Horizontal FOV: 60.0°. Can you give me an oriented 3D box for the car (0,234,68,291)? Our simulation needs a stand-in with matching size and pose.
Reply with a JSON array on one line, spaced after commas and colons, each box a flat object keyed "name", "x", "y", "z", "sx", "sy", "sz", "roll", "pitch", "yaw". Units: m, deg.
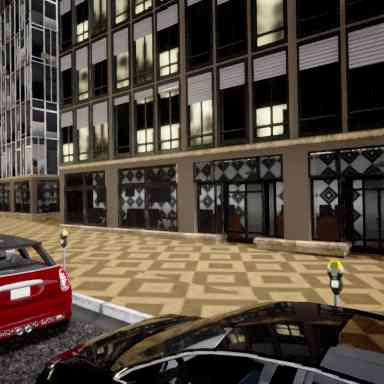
[{"name": "car", "x": -3.948, "y": 1.441, "z": 5.844, "sx": 4.097, "sy": 1.590, "sz": 1.967, "roll": 0, "pitch": -1, "yaw": 37}]

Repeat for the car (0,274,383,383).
[{"name": "car", "x": 0.627, "y": 1.566, "z": 2.465, "sx": 4.313, "sy": 1.339, "sz": 1.947, "roll": 0, "pitch": -1, "yaw": 36}]
